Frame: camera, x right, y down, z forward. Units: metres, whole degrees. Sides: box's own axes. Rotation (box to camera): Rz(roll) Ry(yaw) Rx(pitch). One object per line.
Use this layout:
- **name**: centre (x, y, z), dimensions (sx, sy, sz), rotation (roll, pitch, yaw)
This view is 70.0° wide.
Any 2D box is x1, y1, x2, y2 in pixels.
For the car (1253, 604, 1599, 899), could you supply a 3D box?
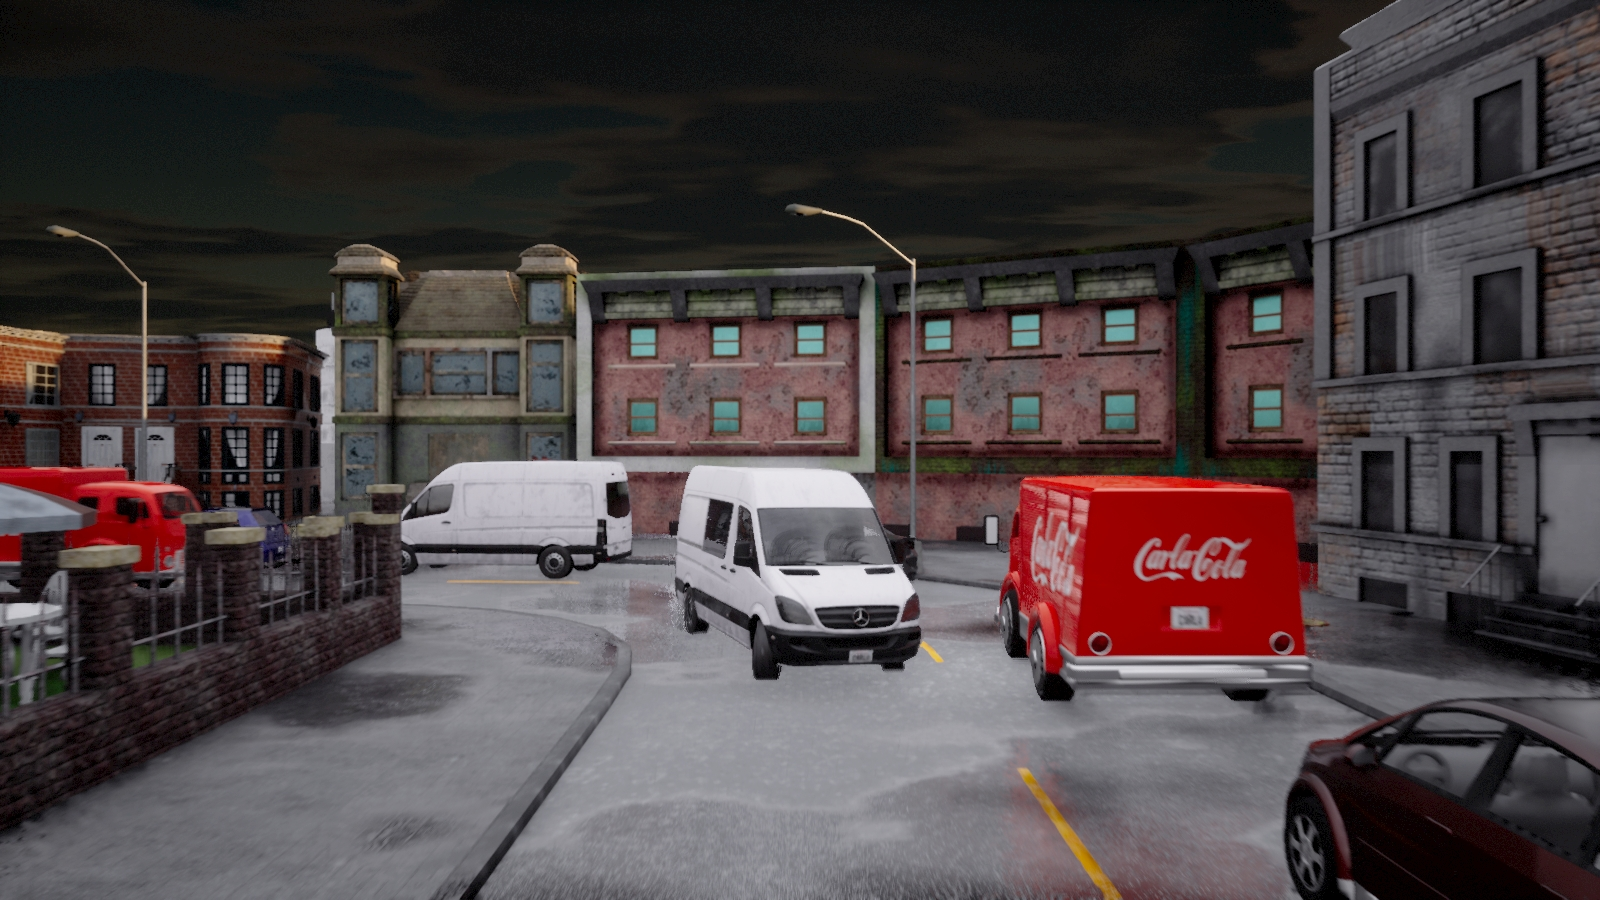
- **car**: centre (3.930, 1.806, 5.778), dimensions (1.789, 1.549, 3.705), rotation (0, 0, 0)

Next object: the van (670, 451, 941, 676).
- **van**: centre (-0.215, 1.315, 16.143), dimensions (1.988, 2.561, 5.915), rotation (1, 0, -19)

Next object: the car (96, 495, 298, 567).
- **car**: centre (-13.674, 1.818, 26.081), dimensions (3.633, 1.501, 1.845), rotation (0, 0, 0)

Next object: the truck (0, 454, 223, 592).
- **truck**: centre (-14.482, 1.340, 22.168), dimensions (5.204, 2.467, 2.627), rotation (1, 0, 0)

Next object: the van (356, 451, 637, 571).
- **van**: centre (-6.869, 1.315, 26.106), dimensions (5.915, 2.561, 1.988), rotation (0, 0, 10)

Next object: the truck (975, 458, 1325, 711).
- **truck**: centre (3.876, 1.350, 13.948), dimensions (2.627, 2.467, 5.204), rotation (0, 0, -1)
